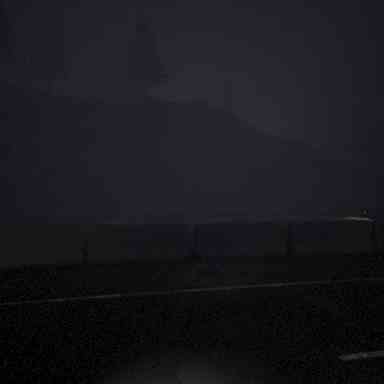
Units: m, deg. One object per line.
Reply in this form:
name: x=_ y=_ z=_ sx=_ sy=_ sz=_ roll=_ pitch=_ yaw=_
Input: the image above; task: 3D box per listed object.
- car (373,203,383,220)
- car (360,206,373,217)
car: x=15.307 y=1.600 z=22.728 sx=4.674 sy=1.442 sz=1.812 roll=0 pitch=0 yaw=-6
car: x=17.452 y=1.658 z=29.968 sx=4.181 sy=1.385 sz=1.994 roll=0 pitch=0 yaw=-6
